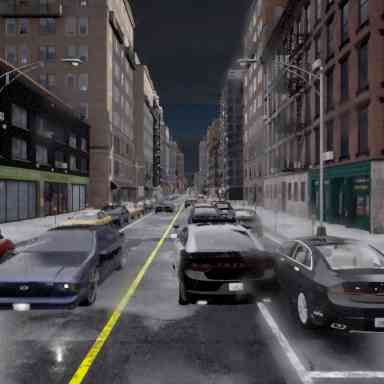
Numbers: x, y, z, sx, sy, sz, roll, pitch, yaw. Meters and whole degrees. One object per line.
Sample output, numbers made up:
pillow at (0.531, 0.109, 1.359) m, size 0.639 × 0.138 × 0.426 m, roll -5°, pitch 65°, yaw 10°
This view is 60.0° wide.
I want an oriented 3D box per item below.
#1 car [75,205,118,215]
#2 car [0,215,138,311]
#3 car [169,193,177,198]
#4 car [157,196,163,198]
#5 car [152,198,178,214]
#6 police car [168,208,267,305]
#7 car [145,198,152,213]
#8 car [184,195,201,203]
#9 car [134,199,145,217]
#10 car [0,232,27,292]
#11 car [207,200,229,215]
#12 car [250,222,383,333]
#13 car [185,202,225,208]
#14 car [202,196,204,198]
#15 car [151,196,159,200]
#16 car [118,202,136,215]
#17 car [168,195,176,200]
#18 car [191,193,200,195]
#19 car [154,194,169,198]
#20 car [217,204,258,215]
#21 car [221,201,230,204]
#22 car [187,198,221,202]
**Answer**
car at (-5.411, 1.524, 17.384) m, size 1.752 × 1.417 × 4.829 m, roll 0°, pitch 0°, yaw 0°
car at (-2.860, 1.547, 8.249) m, size 2.033 × 1.411 × 5.357 m, roll 0°, pitch 0°, yaw 0°
car at (-5.504, 1.513, 81.906) m, size 2.008 × 1.369 × 4.403 m, roll 0°, pitch 0°, yaw 0°
car at (-5.450, 1.541, 44.618) m, size 2.008 × 1.369 × 4.403 m, roll 0°, pitch 0°, yaw 0°
car at (-2.796, 1.597, 34.778) m, size 1.895 × 1.301 × 4.718 m, roll 0°, pitch 0°, yaw 0°
police car at (0.512, 1.424, 8.289) m, size 1.930 × 1.638 × 5.238 m, roll 0°, pitch 0°, yaw -6°
car at (-5.435, 1.578, 33.792) m, size 1.802 × 1.307 × 4.206 m, roll 0°, pitch 0°, yaw 0°
car at (-0.045, 1.494, 45.736) m, size 1.837 × 1.490 × 4.892 m, roll 0°, pitch 0°, yaw 1°
car at (-5.427, 1.523, 28.209) m, size 1.752 × 1.417 × 4.829 m, roll 0°, pitch 0°, yaw 0°
car at (-5.396, 1.440, 6.728) m, size 1.967 × 1.590 × 4.097 m, roll 0°, pitch 0°, yaw 0°
car at (2.590, 1.562, 33.794) m, size 1.947 × 1.339 × 4.313 m, roll 0°, pitch 0°, yaw 0°
car at (2.629, 1.550, 6.731) m, size 2.008 × 1.369 × 4.403 m, roll 0°, pitch 0°, yaw 0°
car at (0.691, 1.503, 18.258) m, size 1.837 × 1.490 × 4.892 m, roll 0°, pitch 0°, yaw 0°
car at (2.574, 1.515, 44.790) m, size 1.752 × 1.417 × 4.829 m, roll 0°, pitch 0°, yaw 0°
car at (-5.443, 1.544, 39.205) m, size 2.008 × 1.369 × 4.403 m, roll 0°, pitch 0°, yaw 0°
car at (-5.419, 1.564, 22.966) m, size 1.947 × 1.339 × 4.313 m, roll 0°, pitch 0°, yaw 0°
car at (-5.520, 1.477, 92.644) m, size 1.752 × 1.417 × 4.829 m, roll 0°, pitch 0°, yaw 0°
car at (-0.084, 1.457, 58.800) m, size 1.882 × 1.535 × 5.008 m, roll 0°, pitch 0°, yaw 0°
car at (-5.466, 1.297, 55.443) m, size 2.192 × 1.841 × 5.009 m, roll 0°, pitch 0°, yaw 0°
car at (2.614, 1.549, 17.556) m, size 2.008 × 1.369 × 4.403 m, roll 0°, pitch 0°, yaw 0°
car at (2.598, 1.563, 28.381) m, size 1.947 × 1.339 × 4.313 m, roll 0°, pitch 0°, yaw 0°
car at (0.792, 1.476, 24.257) m, size 1.882 × 1.535 × 5.008 m, roll 0°, pitch 0°, yaw 0°
